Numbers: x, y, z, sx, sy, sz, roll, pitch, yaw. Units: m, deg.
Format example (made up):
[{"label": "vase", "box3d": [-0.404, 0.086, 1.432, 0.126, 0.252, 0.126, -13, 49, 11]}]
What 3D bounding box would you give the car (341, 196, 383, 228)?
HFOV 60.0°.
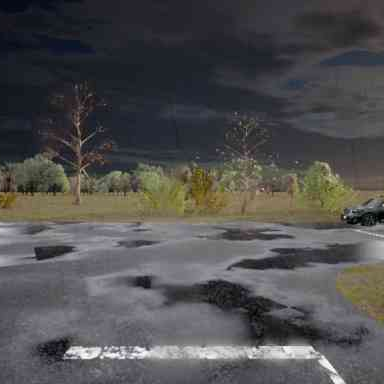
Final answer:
[{"label": "car", "box3d": [12.875, 1.314, 22.029, 5.566, 2.045, 2.150, 0, 0, -2]}]
